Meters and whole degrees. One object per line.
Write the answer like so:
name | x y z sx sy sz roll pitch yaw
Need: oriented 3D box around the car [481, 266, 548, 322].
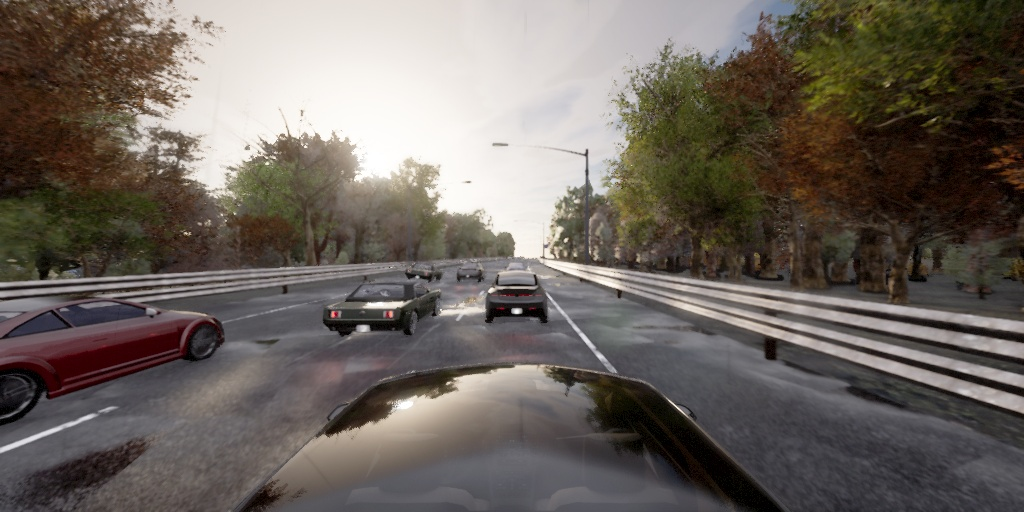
car | 0.147 1.263 12.261 1.837 1.490 4.892 0 0 0

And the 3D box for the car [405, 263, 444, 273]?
car | -6.588 1.259 27.551 1.895 1.301 4.718 9 -1 1

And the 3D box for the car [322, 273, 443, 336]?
car | -3.367 1.357 10.380 1.895 1.301 4.718 0 0 0

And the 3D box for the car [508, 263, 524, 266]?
car | 0.339 1.289 29.567 1.812 1.442 4.674 0 0 1

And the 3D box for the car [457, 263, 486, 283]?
car | -3.170 1.256 28.390 2.128 1.511 4.902 0 0 1

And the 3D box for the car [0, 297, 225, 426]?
car | -6.879 1.316 5.618 1.994 1.385 4.181 0 0 0
